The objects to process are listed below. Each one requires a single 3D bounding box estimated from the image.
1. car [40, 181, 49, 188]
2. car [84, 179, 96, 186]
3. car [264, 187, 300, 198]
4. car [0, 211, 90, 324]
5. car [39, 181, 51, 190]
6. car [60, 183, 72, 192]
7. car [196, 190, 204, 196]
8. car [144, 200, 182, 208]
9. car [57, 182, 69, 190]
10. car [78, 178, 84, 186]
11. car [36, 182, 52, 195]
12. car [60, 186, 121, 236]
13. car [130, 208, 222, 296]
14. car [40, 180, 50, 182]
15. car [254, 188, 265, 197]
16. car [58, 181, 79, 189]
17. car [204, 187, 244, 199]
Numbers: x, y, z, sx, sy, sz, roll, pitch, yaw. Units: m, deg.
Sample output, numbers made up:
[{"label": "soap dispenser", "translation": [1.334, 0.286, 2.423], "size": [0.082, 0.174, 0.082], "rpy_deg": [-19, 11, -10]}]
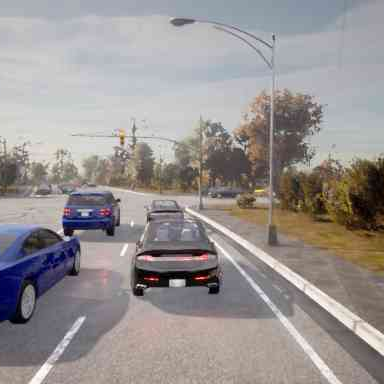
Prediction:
[{"label": "car", "translation": [-34.352, -1.692, 77.325], "size": [1.837, 1.490, 4.892], "rpy_deg": [-1, 3, -24]}, {"label": "car", "translation": [-25.240, -1.851, 82.652], "size": [1.895, 1.301, 4.718], "rpy_deg": [-1, 3, -24]}, {"label": "car", "translation": [13.107, 0.309, 46.970], "size": [4.718, 1.301, 1.895], "rpy_deg": [1, 2, -21]}, {"label": "car", "translation": [-3.811, 1.424, 7.033], "size": [1.882, 1.535, 5.008], "rpy_deg": [0, 1, -4]}, {"label": "car", "translation": [-30.127, -1.406, 68.031], "size": [2.097, 1.767, 4.553], "rpy_deg": [-1, 3, -24]}, {"label": "car", "translation": [-23.225, -0.931, 61.171], "size": [1.837, 1.490, 4.892], "rpy_deg": [-1, 3, -23]}, {"label": "car", "translation": [2.994, 0.007, 46.839], "size": [4.718, 1.301, 1.895], "rpy_deg": [0, 3, -20]}, {"label": "car", "translation": [-1.512, 1.158, 17.809], "size": [2.128, 1.511, 4.902], "rpy_deg": [0, 2, -8]}, {"label": "car", "translation": [-27.427, -1.356, 70.555], "size": [2.128, 1.511, 4.902], "rpy_deg": [-1, 3, -24]}, {"label": "car", "translation": [-28.401, -2.018, 81.138], "size": [2.097, 1.767, 4.553], "rpy_deg": [-1, 3, -24]}, {"label": "car", "translation": [-22.230, -0.358, 49.992], "size": [1.812, 1.442, 4.674], "rpy_deg": [-1, 3, -23]}, {"label": "car", "translation": [-4.845, 0.936, 16.591], "size": [2.150, 2.045, 5.566], "rpy_deg": [0, 2, -8]}, {"label": "car", "translation": [-0.441, 1.407, 8.494], "size": [2.128, 1.511, 4.902], "rpy_deg": [0, 1, -4]}, {"label": "car", "translation": [-26.014, -1.100, 58.809], "size": [2.150, 2.045, 5.566], "rpy_deg": [-1, 3, -23]}, {"label": "car", "translation": [11.714, 0.020, 50.175], "size": [5.008, 1.535, 1.882], "rpy_deg": [2, 2, -21]}, {"label": "car", "translation": [-19.495, -0.517, 52.539], "size": [2.128, 1.511, 4.902], "rpy_deg": [-1, 3, -23]}, {"label": "car", "translation": [4.496, 0.076, 43.645], "size": [4.892, 1.490, 1.837], "rpy_deg": [0, 3, -21]}]
